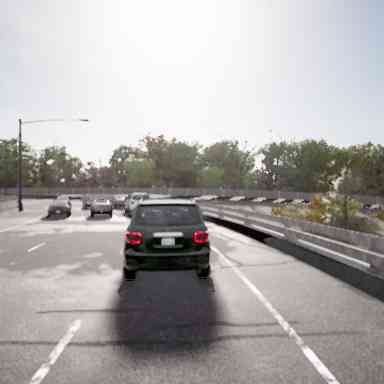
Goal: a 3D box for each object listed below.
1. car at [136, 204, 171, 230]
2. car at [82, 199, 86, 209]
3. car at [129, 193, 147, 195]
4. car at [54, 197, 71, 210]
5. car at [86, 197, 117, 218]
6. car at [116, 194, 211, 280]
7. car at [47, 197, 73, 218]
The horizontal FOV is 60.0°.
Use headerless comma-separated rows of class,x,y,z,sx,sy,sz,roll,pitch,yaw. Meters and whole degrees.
car,-2.601,1.546,21.743,1.895,1.301,4.718,0,0,-11
car,-13.190,1.499,43.499,1.895,1.301,4.718,0,0,-24
car,-5.358,1.141,32.769,2.150,2.045,5.566,0,0,-17
car,-16.579,1.410,42.477,1.837,1.490,4.892,0,0,-24
car,-8.137,1.419,29.864,2.128,1.511,4.902,0,0,-16
car,-0.786,1.195,10.101,2.150,2.045,5.566,0,0,-5
car,-11.782,1.458,29.809,1.812,1.442,4.674,0,0,-17
